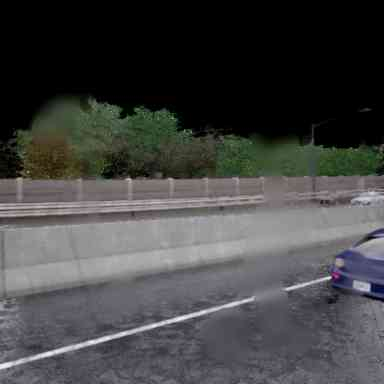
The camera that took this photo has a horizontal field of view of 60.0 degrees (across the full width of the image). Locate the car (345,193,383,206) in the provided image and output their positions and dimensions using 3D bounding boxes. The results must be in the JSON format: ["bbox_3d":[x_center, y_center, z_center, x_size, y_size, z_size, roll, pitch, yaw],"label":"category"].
[{"bbox_3d":[18.110,0.803,34.025,4.674,1.442,1.812,-2,1,-35],"label":"car"}]

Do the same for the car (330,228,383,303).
[{"bbox_3d":[4.875,1.478,7.229,4.674,1.442,1.812,-1,0,-36],"label":"car"}]

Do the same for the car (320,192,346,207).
[{"bbox_3d":[16.234,0.748,36.983,5.008,1.535,1.882,-2,1,-35],"label":"car"}]
